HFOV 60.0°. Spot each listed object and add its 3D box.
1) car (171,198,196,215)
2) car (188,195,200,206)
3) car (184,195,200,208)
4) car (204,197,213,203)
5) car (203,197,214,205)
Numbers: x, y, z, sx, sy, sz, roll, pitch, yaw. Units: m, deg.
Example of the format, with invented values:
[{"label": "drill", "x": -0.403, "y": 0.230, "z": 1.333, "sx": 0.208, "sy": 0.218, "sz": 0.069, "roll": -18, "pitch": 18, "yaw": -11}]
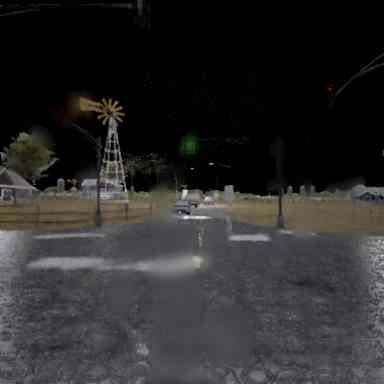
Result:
[{"label": "car", "x": -1.037, "y": 1.678, "z": 35.681, "sx": 2.033, "sy": 1.411, "sz": 5.357, "roll": 0, "pitch": 0, "yaw": 3}, {"label": "car", "x": 0.478, "y": 1.547, "z": 65.638, "sx": 2.150, "sy": 2.045, "sz": 5.566, "roll": 0, "pitch": 0, "yaw": 3}, {"label": "car", "x": -0.250, "y": 1.445, "z": 51.329, "sx": 2.150, "sy": 2.045, "sz": 5.566, "roll": 0, "pitch": -1, "yaw": 3}, {"label": "car", "x": 3.662, "y": 1.762, "z": 74.637, "sx": 1.812, "sy": 1.442, "sz": 4.674, "roll": 0, "pitch": -1, "yaw": 3}, {"label": "car", "x": 3.162, "y": 1.848, "z": 64.173, "sx": 2.033, "sy": 1.411, "sz": 5.357, "roll": 0, "pitch": 0, "yaw": 3}]
